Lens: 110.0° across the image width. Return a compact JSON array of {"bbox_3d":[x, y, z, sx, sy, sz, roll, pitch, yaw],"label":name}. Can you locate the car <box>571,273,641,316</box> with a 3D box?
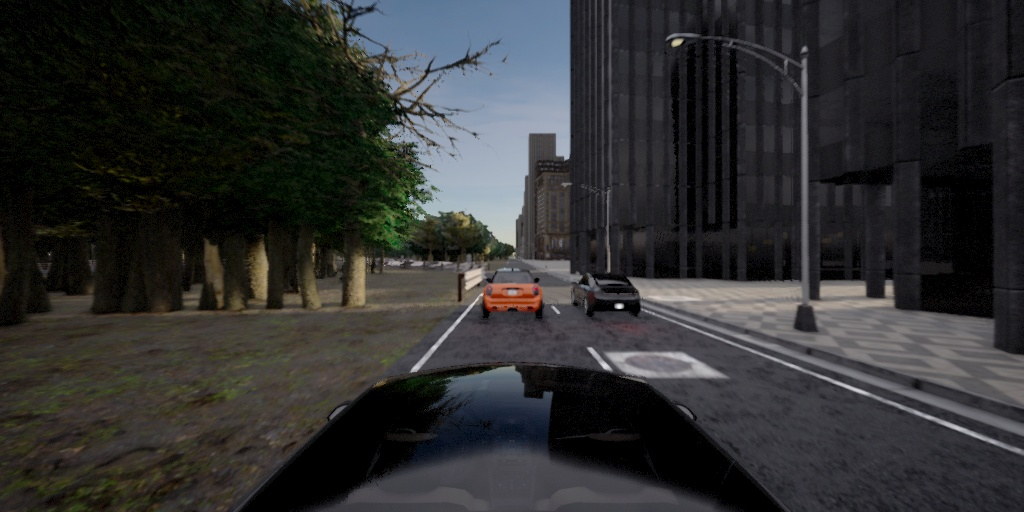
[{"bbox_3d":[3.536,1.413,14.158,1.837,1.490,4.892,0,0,1],"label":"car"}]

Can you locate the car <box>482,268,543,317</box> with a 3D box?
[{"bbox_3d":[0.037,1.256,14.036,2.097,1.767,4.553,0,-1,0],"label":"car"}]
